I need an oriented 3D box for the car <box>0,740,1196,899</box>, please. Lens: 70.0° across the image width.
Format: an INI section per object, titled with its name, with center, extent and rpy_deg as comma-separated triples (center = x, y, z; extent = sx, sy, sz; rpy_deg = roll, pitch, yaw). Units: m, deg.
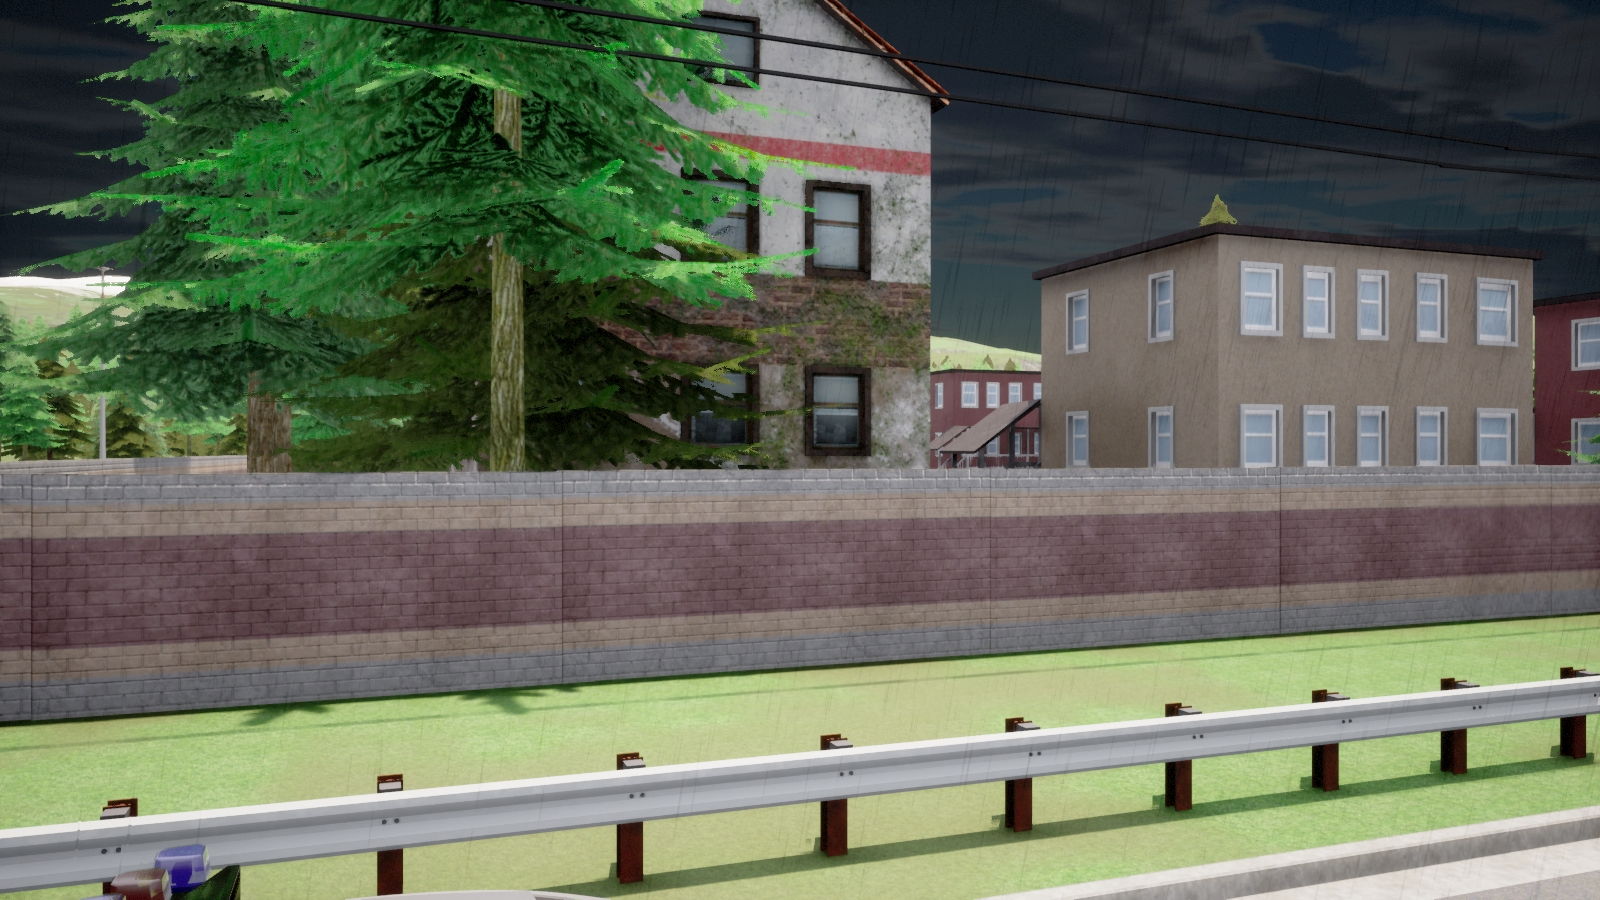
[car]
center = -1.671, 1.982, 2.695
extent = 5.238, 1.638, 2.097
rpy_deg = 0, 0, -20
